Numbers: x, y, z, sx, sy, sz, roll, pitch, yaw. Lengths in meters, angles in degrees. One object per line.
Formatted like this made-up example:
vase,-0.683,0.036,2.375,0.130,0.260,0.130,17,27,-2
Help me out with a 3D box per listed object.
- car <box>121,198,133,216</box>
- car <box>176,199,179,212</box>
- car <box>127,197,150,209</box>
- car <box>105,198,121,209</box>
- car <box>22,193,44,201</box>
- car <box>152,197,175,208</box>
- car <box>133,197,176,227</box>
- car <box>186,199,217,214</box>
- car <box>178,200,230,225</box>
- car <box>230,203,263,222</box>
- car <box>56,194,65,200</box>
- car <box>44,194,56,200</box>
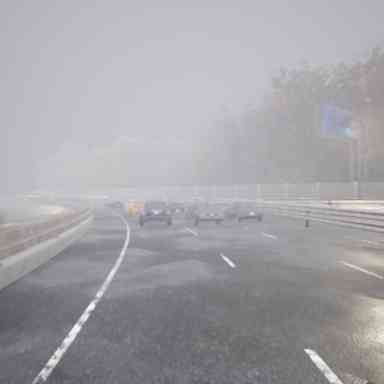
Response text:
car,-5.404,1.480,32.632,1.882,1.535,5.008,0,0,-20
car,-2.189,1.486,34.038,1.837,1.490,4.892,0,0,-20
car,-7.723,1.480,47.514,1.882,1.535,5.008,0,0,-26
car,-10.703,1.549,45.649,1.812,1.442,4.674,0,0,-25
car,-39.872,1.215,82.321,5.566,2.045,2.150,0,0,36
car,-4.272,1.505,48.411,1.812,1.442,4.674,0,0,-25
car,-2.748,1.347,23.325,2.097,1.767,4.553,0,0,-13
car,0.949,1.522,35.731,1.994,1.385,4.181,0,0,-20
car,0.713,1.519,23.871,2.033,1.411,5.357,0,0,-13
car,3.855,1.514,25.836,1.994,1.385,4.181,0,0,-13
car,-35.420,1.311,87.727,4.553,1.767,2.097,0,0,36
car,-37.645,1.497,85.024,4.674,1.442,1.812,0,0,36
